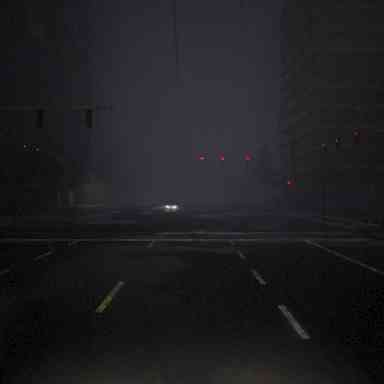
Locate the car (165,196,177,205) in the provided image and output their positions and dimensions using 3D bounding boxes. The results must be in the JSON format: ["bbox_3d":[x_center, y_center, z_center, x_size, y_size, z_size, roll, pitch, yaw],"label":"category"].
[{"bbox_3d":[-3.500,1.432,56.942,2.128,1.511,4.902,0,0,0],"label":"car"}]
